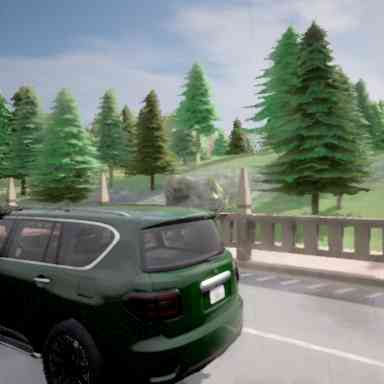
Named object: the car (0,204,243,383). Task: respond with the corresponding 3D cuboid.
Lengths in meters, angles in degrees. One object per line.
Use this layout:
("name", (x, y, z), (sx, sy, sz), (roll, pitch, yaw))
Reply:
("car", (-1.972, 1.213, 5.101), (5.566, 2.045, 2.150), (0, 0, 33))
